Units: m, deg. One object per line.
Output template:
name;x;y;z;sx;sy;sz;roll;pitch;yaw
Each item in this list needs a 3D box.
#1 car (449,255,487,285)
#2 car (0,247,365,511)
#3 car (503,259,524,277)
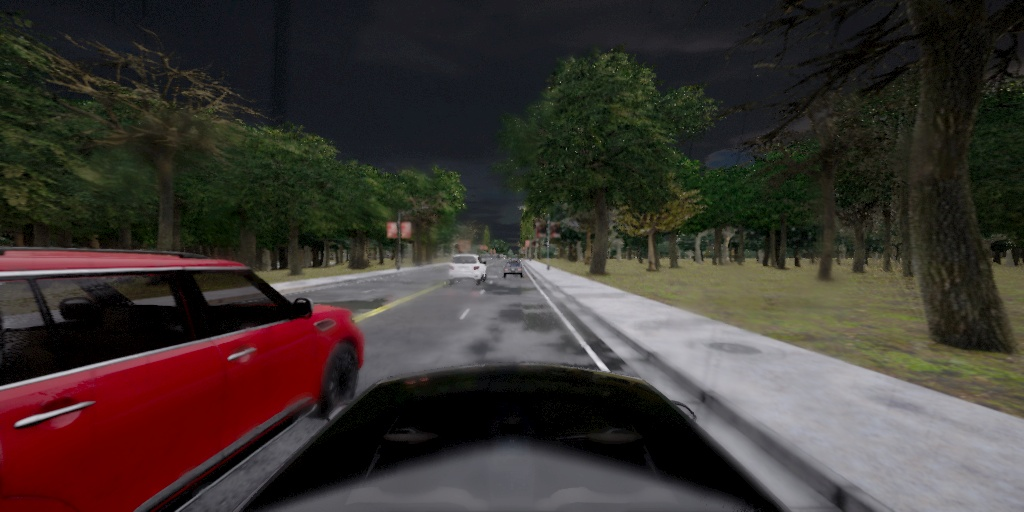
car;-3.088;0.933;25.663;2.150;2.045;5.566;0;0;0
car;-3.149;0.970;2.710;2.150;2.045;5.566;0;0;0
car;0.123;1.242;34.088;2.033;1.411;5.357;0;0;1
